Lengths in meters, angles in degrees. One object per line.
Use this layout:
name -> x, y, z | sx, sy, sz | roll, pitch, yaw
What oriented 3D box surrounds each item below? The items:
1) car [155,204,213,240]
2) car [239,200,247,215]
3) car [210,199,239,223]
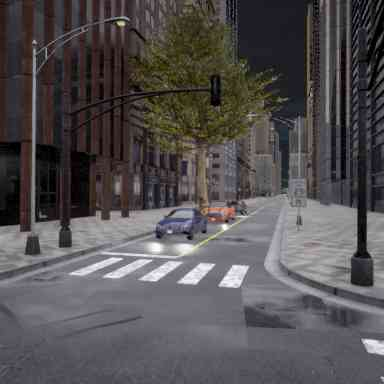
car -> -0.414, 1.619, 17.922 | 1.812, 1.442, 4.674 | 0, 0, 16
car -> 5.061, 1.718, 37.197 | 1.837, 1.490, 4.892 | 0, 0, 16
car -> 2.229, 1.499, 27.240 | 2.097, 1.767, 4.553 | 0, 0, 16
